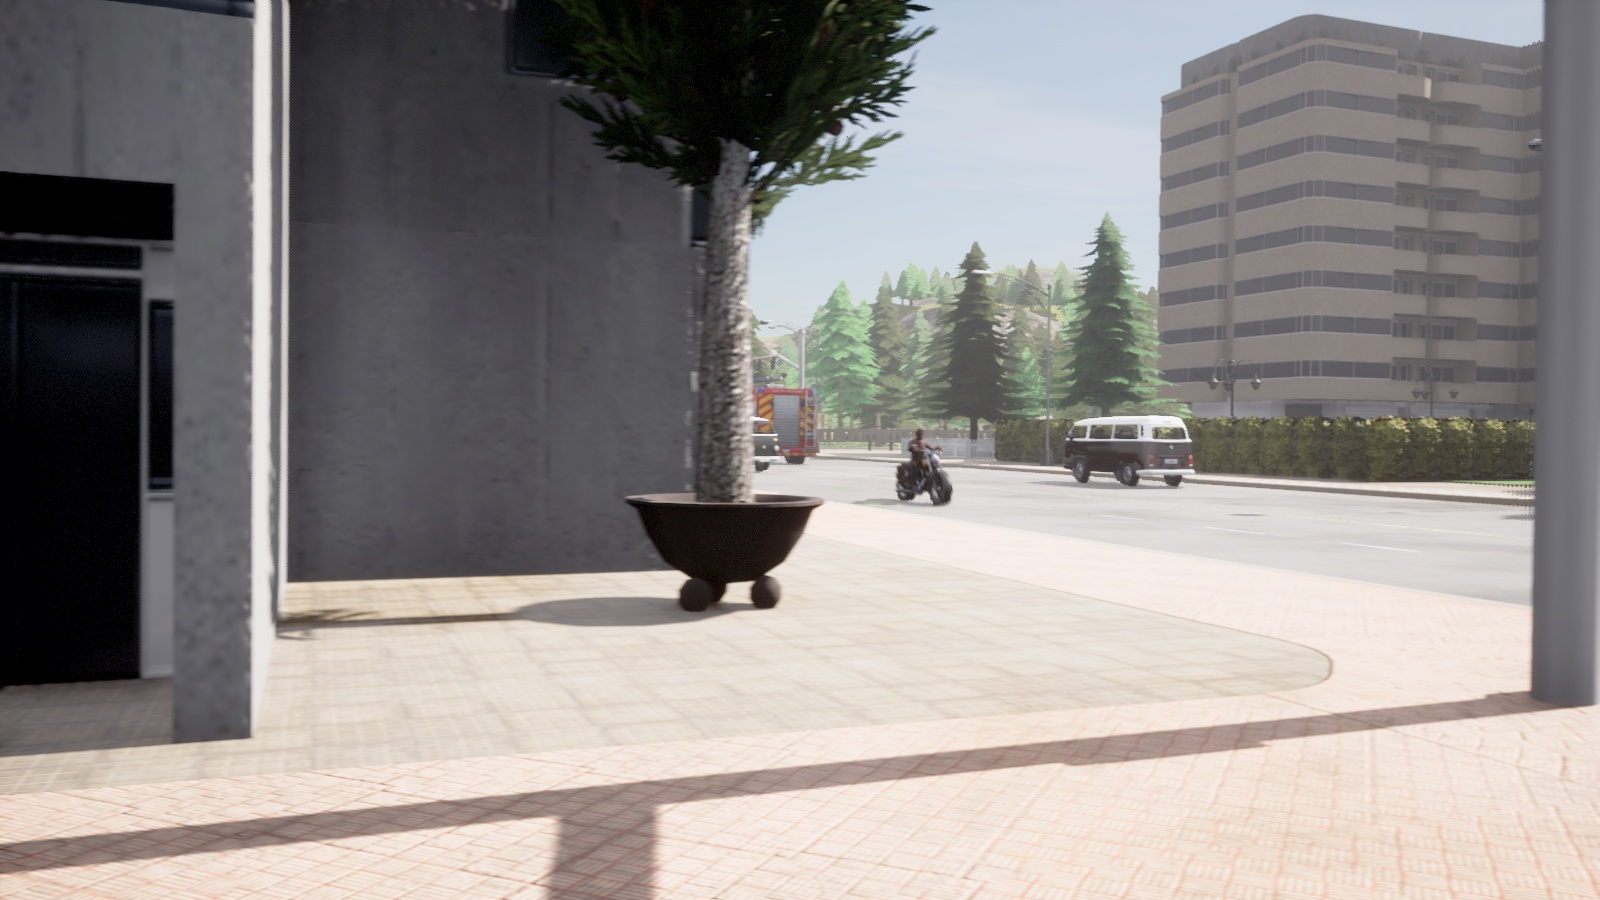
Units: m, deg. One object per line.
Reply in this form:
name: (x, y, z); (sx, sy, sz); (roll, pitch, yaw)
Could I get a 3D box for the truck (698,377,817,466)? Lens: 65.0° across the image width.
truck: (-2.125, -1.293, 58.643); (2.891, 3.827, 8.468); (-1, 1, -21)

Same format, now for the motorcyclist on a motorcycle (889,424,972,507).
motorcyclist on a motorcycle: (2.724, 0.290, 26.564); (0.766, 1.649, 2.350); (-1, 2, -21)

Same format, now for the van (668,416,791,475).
van: (-2.610, -0.190, 45.641); (2.069, 2.038, 4.480); (-1, 1, -42)

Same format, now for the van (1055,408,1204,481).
van: (9.752, -0.190, 37.530); (2.069, 2.038, 4.480); (-1, 1, -21)
